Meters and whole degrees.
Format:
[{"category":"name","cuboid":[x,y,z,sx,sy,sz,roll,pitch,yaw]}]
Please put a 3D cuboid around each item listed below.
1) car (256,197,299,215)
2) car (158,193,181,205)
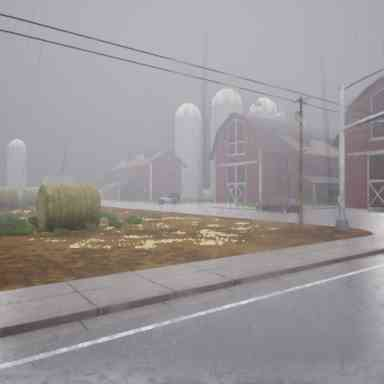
[{"category":"car","cuboid":[8.721,1.311,33.814,2.097,1.767,4.553,0,0,-36]},{"category":"car","cuboid":[-3.919,1.117,57.685,3.866,1.878,1.905,-2,5,11]}]
